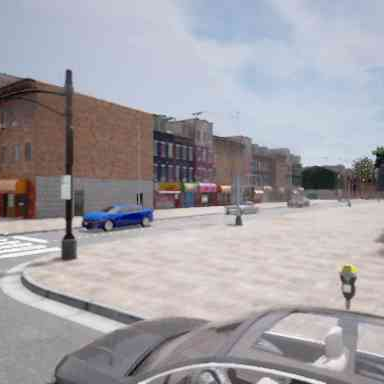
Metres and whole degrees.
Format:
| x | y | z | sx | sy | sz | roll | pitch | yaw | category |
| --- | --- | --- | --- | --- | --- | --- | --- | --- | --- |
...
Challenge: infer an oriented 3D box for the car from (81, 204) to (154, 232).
| x | y | z | sx | sy | sz | roll | pitch | yaw | category |
| --- | --- | --- | --- | --- | --- | --- | --- | --- | --- |
| -4.553 | 1.515 | 20.830 | 1.882 | 1.535 | 5.008 | 0 | 0 | 36 | car |

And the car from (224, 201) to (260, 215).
| x | y | z | sx | sy | sz | roll | pitch | yaw | category |
| --- | --- | --- | --- | --- | --- | --- | --- | --- | --- |
| 5.227 | 1.636 | 34.399 | 1.895 | 1.301 | 4.718 | 0 | 0 | 36 | car |

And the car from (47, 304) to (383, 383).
| x | y | z | sx | sy | sz | roll | pitch | yaw | category |
| --- | --- | --- | --- | --- | --- | --- | --- | --- | --- |
| 0.713 | 1.552 | 2.299 | 4.403 | 1.369 | 2.008 | 0 | 0 | 35 | car |

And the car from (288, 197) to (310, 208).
| x | y | z | sx | sy | sz | roll | pitch | yaw | category |
| --- | --- | --- | --- | --- | --- | --- | --- | --- | --- |
| 15.691 | 1.460 | 48.757 | 2.097 | 1.767 | 4.553 | 0 | 0 | 36 | car |
